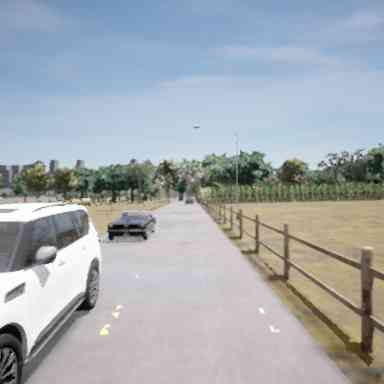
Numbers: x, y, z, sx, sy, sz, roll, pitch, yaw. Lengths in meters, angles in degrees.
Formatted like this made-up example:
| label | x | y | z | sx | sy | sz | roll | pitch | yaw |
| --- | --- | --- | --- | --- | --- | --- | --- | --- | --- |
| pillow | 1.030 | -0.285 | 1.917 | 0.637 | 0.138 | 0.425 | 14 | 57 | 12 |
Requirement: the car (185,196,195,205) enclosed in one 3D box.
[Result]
| label | x | y | z | sx | sy | sz | roll | pitch | yaw |
| --- | --- | --- | --- | --- | --- | --- | --- | --- | --- |
| car | -0.491 | 1.935 | 71.306 | 2.128 | 1.511 | 4.902 | 0 | -1 | 0 |

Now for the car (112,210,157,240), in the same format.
| label | x | y | z | sx | sy | sz | roll | pitch | yaw |
| --- | --- | --- | --- | --- | --- | --- | --- | --- | --- |
| car | -2.953 | 1.622 | 17.151 | 1.895 | 1.301 | 4.718 | 0 | 0 | 0 |

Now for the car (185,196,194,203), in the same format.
| label | x | y | z | sx | sy | sz | roll | pitch | yaw |
| --- | --- | --- | --- | --- | --- | --- | --- | --- | --- |
| car | -0.565 | 1.804 | 81.705 | 2.097 | 1.767 | 4.553 | 0 | -1 | 0 |

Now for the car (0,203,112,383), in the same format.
| label | x | y | z | sx | sy | sz | roll | pitch | yaw |
| --- | --- | --- | --- | --- | --- | --- | --- | --- | --- |
| car | -2.890 | 1.227 | 4.821 | 2.150 | 2.045 | 5.566 | 0 | 0 | -2 |
